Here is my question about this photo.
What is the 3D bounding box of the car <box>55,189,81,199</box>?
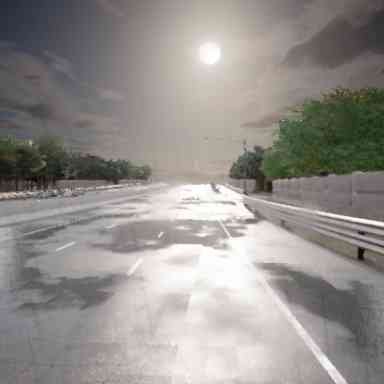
[{"bbox_3d":[-19.779,0.724,53.720,1.812,1.442,4.674,0,2,3],"label":"car"}]

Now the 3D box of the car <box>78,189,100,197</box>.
[{"bbox_3d":[-16.264,0.711,54.046,1.812,1.442,4.674,0,2,3],"label":"car"}]

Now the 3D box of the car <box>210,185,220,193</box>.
[{"bbox_3d":[6.459,-0.486,88.407,2.033,1.411,5.357,0,2,3],"label":"car"}]

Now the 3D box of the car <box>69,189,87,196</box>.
[{"bbox_3d":[-22.647,0.084,66.271,1.994,1.385,4.181,0,2,3],"label":"car"}]

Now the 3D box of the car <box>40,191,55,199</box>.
[{"bbox_3d":[-25.774,0.496,60.304,2.128,1.511,4.902,0,2,0],"label":"car"}]
